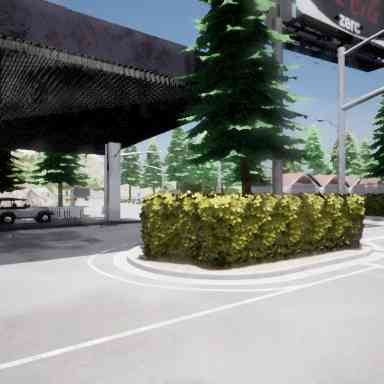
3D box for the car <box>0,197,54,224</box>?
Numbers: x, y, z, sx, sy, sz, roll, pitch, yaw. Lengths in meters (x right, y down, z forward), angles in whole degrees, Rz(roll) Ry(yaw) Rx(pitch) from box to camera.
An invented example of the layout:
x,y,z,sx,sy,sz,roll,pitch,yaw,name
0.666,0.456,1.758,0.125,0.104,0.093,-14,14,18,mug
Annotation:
x,y,z,sx,sy,sz,roll,pitch,yaw,name
-11.956,1.313,23.490,3.866,1.878,1.905,0,0,-36,car
